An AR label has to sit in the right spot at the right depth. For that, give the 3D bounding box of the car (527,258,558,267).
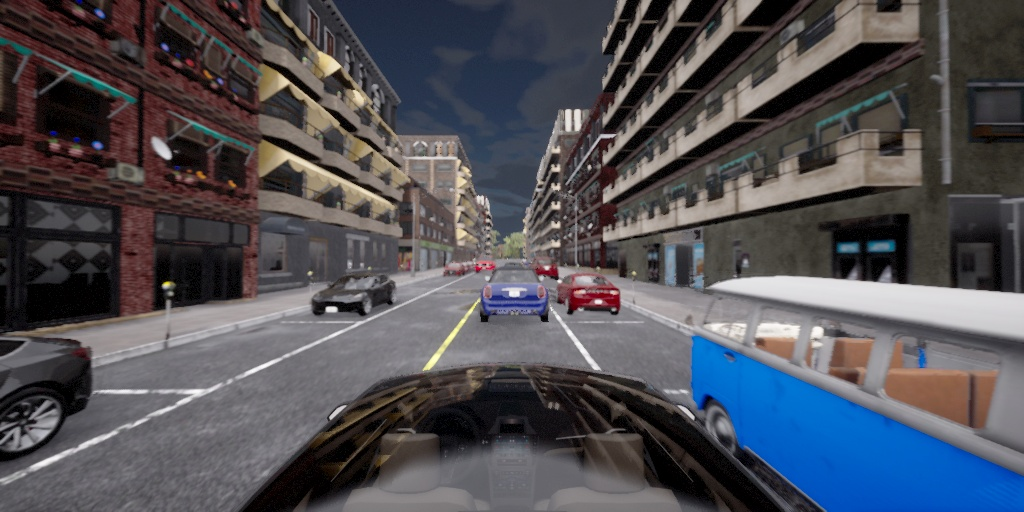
[{"bbox_3d":[2.693,1.071,30.153,2.192,1.841,5.009,0,0,0],"label":"car"}]

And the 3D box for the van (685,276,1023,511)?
[{"bbox_3d":[2.691,1.091,2.298,1.690,1.789,3.998,0,0,0],"label":"van"}]

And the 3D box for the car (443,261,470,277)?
[{"bbox_3d":[-5.687,1.303,35.765,1.888,1.381,4.507,0,0,0],"label":"car"}]

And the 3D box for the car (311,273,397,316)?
[{"bbox_3d":[-5.689,1.318,13.480,1.948,1.339,4.313,0,0,0],"label":"car"}]

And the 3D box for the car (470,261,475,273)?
[{"bbox_3d":[-5.686,1.341,41.335,1.802,1.307,4.207,0,0,0],"label":"car"}]

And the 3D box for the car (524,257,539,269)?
[{"bbox_3d":[3.004,1.115,56.173,2.097,1.767,4.553,0,0,0],"label":"car"}]

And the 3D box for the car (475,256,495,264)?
[{"bbox_3d":[-3.090,0.981,42.201,2.150,2.045,5.566,0,0,0],"label":"car"}]

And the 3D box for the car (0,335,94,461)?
[{"bbox_3d":[-5.689,1.316,2.338,1.948,1.339,4.313,0,0,0],"label":"car"}]

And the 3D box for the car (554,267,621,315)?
[{"bbox_3d":[2.692,1.297,13.439,1.888,1.381,4.507,0,0,0],"label":"car"}]

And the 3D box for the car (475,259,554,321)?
[{"bbox_3d":[0.083,1.105,12.534,2.097,1.767,4.553,0,0,0],"label":"car"}]
